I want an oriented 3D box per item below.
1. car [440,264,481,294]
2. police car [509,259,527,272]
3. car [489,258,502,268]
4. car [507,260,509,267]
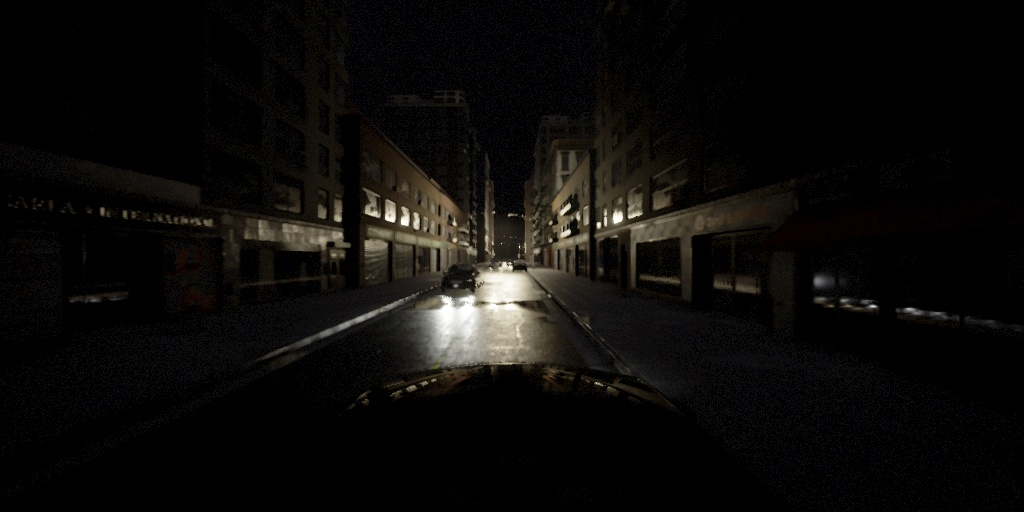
[{"bbox_3d":[-2.849,1.246,20.644,2.128,1.511,4.902,0,0,0],"label":"car"},{"bbox_3d":[0.959,1.199,45.978,1.930,1.638,5.238,0,0,0],"label":"police car"},{"bbox_3d":[-2.790,1.143,61.906,2.097,1.767,4.553,0,0,1],"label":"car"},{"bbox_3d":[-0.004,1.400,65.475,1.895,1.301,4.718,0,0,0],"label":"car"}]
